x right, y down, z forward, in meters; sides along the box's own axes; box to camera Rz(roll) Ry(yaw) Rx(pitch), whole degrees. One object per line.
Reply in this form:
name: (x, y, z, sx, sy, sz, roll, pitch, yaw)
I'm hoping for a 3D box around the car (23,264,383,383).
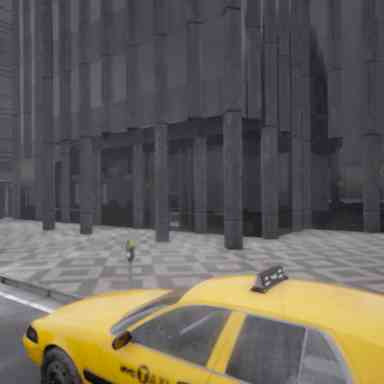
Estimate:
car: (0.455, 1.469, 3.115, 5.366, 1.575, 1.801, -1, 0, 35)
